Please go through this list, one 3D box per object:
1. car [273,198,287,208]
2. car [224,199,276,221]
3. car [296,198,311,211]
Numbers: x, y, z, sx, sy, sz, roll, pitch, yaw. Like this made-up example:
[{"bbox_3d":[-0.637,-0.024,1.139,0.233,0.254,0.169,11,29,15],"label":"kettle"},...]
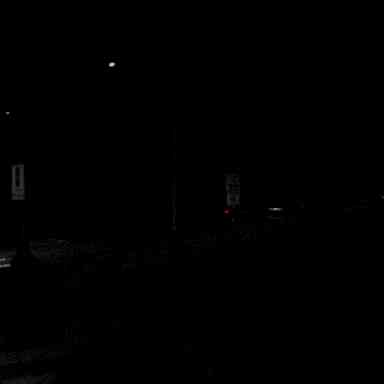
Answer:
[{"bbox_3d":[12.597,1.642,49.426,1.812,1.442,4.674,-1,-1,35],"label":"car"},{"bbox_3d":[4.540,1.547,26.808,2.033,1.411,5.357,-1,-1,35],"label":"car"},{"bbox_3d":[14.237,1.504,40.498,1.882,1.535,5.008,-1,-1,35],"label":"car"}]
